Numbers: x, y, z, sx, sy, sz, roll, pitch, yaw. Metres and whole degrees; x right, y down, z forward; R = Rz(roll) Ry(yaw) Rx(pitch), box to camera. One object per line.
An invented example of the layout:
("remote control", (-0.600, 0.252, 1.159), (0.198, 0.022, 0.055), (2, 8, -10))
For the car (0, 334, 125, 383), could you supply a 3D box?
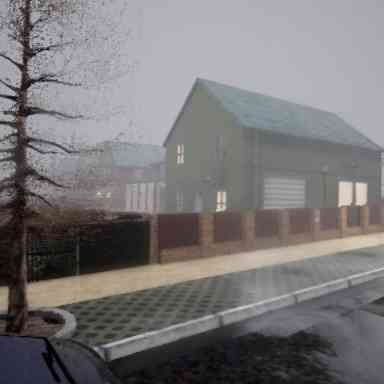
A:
("car", (-2.253, 1.566, 1.461), (4.181, 1.385, 1.994), (0, 0, -35))
